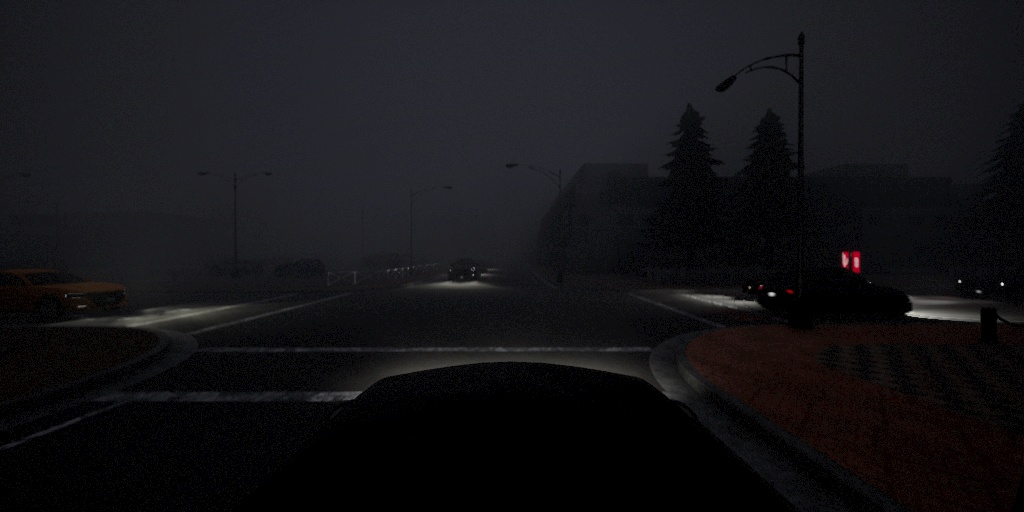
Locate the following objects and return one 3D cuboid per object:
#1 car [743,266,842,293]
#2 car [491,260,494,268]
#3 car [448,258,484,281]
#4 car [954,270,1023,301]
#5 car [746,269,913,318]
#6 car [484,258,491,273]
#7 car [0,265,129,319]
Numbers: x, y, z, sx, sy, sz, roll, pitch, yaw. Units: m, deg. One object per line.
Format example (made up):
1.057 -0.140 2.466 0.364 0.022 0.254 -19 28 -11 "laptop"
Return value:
12.968 1.180 15.912 4.892 1.490 1.837 0 0 -1 "car"
-3.669 0.970 50.028 1.812 1.442 4.674 0 0 0 "car"
-3.638 0.935 28.003 2.097 1.767 4.553 0 0 0 "car"
23.043 1.275 16.035 4.718 1.301 1.895 0 0 -1 "car"
10.767 1.263 12.160 4.181 1.385 1.994 0 0 -2 "car"
-3.664 1.065 38.473 2.033 1.411 5.357 0 0 0 "car"
-15.818 1.178 11.882 5.008 1.535 1.882 0 0 -1 "car"
